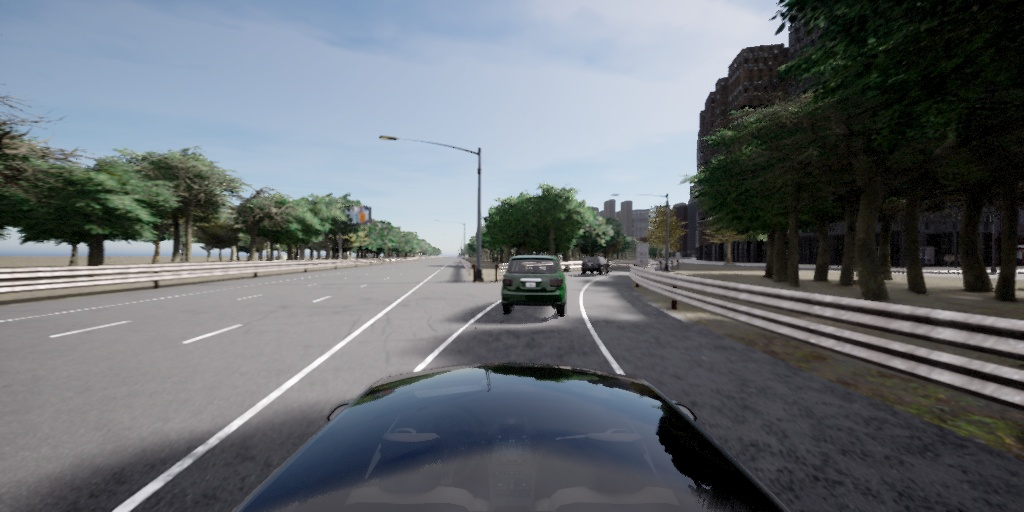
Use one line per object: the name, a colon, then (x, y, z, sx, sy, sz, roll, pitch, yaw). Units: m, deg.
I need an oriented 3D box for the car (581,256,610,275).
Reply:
car: (9.322, 1.048, 39.681, 2.150, 2.045, 5.566, 0, 0, 27)

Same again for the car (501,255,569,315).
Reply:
car: (1.009, 1.003, 13.861, 2.150, 2.045, 5.566, 0, 0, 9)
